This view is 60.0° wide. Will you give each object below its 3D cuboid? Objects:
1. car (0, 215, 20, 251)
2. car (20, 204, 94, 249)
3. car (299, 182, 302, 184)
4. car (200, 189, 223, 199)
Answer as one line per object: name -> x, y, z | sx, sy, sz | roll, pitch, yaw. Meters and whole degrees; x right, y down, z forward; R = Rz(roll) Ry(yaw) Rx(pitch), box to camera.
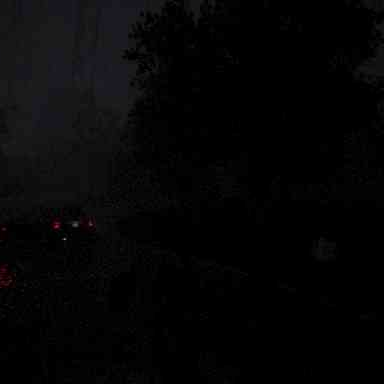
car -> -8.973, 1.496, 12.683 | 4.892, 1.490, 1.837 | 0, -2, 32
car -> -6.499, 1.366, 14.846 | 4.553, 1.767, 2.097 | 0, 0, 35
car -> 24.282, -2.408, 78.770 | 2.097, 1.767, 4.553 | 0, 4, 38
car -> 3.183, 0.205, 53.534 | 1.882, 1.535, 5.008 | 0, 5, 37
